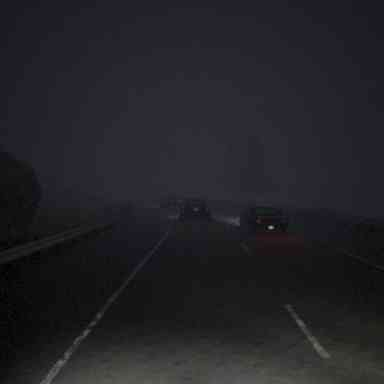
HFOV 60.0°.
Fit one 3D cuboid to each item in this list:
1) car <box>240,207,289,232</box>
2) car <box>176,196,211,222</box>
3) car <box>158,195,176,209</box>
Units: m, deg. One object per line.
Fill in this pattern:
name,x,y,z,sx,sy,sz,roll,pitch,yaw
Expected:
car,3.960,1.490,19.066,1.895,1.301,4.718,0,0,-1
car,0.136,1.207,24.570,2.097,1.767,4.553,0,1,-4
car,-2.846,1.104,40.952,2.097,1.767,4.553,0,0,-15
